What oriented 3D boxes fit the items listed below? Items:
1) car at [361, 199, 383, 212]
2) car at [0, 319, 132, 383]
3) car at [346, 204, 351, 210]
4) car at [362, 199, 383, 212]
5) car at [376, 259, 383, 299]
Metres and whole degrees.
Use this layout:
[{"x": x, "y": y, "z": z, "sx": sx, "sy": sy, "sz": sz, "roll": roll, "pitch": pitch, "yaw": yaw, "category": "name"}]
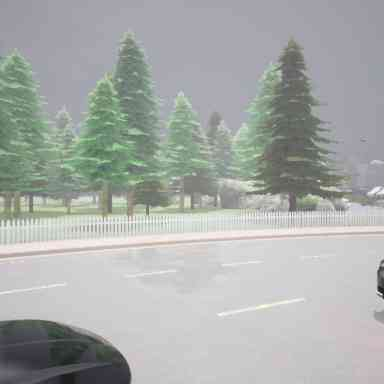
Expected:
[{"x": 23.056, "y": 1.581, "z": 41.129, "sx": 1.812, "sy": 1.442, "sz": 4.674, "roll": 0, "pitch": 0, "yaw": -4, "category": "car"}, {"x": -2.700, "y": 1.478, "z": 1.637, "sx": 5.008, "sy": 1.535, "sz": 1.882, "roll": 0, "pitch": 0, "yaw": -36, "category": "car"}, {"x": 19.290, "y": 1.277, "z": 45.247, "sx": 2.150, "sy": 2.045, "sz": 5.566, "roll": 0, "pitch": 0, "yaw": -4, "category": "car"}, {"x": 19.859, "y": 1.619, "z": 36.075, "sx": 1.994, "sy": 1.385, "sz": 4.181, "roll": 0, "pitch": 0, "yaw": -3, "category": "car"}, {"x": 5.653, "y": 1.492, "z": 6.125, "sx": 4.902, "sy": 1.511, "sz": 2.128, "roll": 0, "pitch": 0, "yaw": -23, "category": "car"}]
